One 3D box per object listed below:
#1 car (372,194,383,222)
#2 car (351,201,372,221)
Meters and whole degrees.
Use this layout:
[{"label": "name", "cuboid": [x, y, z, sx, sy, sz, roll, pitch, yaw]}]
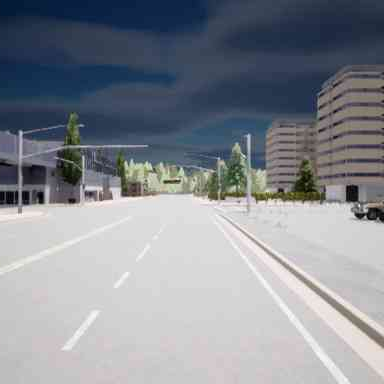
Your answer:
[{"label": "car", "cuboid": [14.289, 1.116, 21.536, 3.866, 1.878, 1.905, 0, 0, -2]}, {"label": "car", "cuboid": [14.269, 1.113, 24.431, 4.605, 1.855, 1.932, 0, 0, -2]}]
